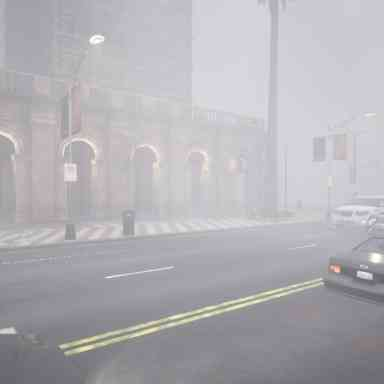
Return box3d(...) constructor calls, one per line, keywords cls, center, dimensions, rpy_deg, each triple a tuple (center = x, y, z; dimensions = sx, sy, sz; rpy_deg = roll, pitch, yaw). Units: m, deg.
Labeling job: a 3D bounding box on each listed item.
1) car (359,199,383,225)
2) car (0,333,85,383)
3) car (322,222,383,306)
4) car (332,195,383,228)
box3d(cls="car", center=(10.183, 1.351, 15.565), dimensions=(4.553, 1.767, 2.097), rpy_deg=(0, 0, -35))
box3d(cls="car", center=(-3.179, 1.547, 1.473), dimensions=(5.357, 1.411, 2.033), rpy_deg=(0, 0, -36))
box3d(cls="car", center=(5.156, 1.547, 7.451), dimensions=(5.357, 1.411, 2.033), rpy_deg=(0, 0, -35))
box3d(cls="car", center=(10.906, 1.226, 20.358), dimensions=(5.566, 2.045, 2.150), rpy_deg=(1, 0, -35))
